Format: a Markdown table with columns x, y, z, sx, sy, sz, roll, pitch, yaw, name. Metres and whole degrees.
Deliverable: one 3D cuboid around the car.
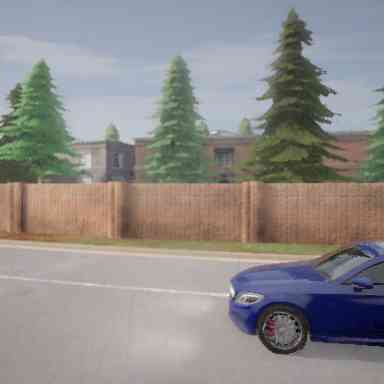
| x | y | z | sx | sy | sz | roll | pitch | yaw | name |
| --- | --- | --- | --- | --- | --- | --- | --- | --- | --- |
| 2.923 | 1.513 | 5.108 | 4.674 | 1.442 | 1.812 | 0 | 0 | 11 | car |
